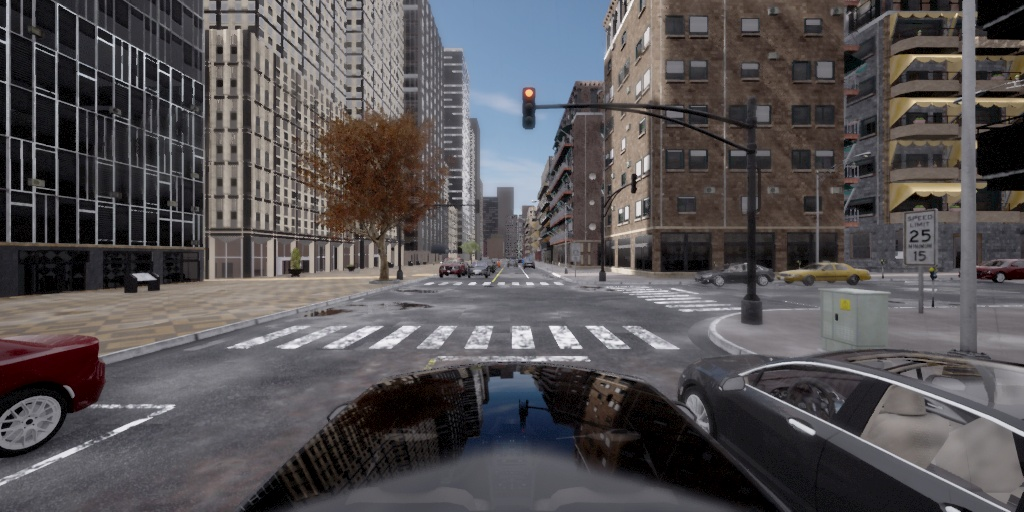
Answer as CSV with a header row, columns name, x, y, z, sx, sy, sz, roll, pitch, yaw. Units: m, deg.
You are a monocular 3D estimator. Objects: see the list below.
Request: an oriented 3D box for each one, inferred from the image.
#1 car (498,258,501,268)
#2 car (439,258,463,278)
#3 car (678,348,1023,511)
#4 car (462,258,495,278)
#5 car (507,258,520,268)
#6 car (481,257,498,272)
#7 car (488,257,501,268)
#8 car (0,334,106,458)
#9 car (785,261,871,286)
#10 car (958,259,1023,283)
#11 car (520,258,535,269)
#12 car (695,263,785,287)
name,x,y,z,sx,sy,sz,roll,pitch,yaw
car,-3.086,1.380,53.088,1.895,1.301,4.718,0,0,0
car,-5.687,1.079,34.708,2.192,1.841,5.009,0,0,0
car,2.689,1.300,2.319,2.007,1.370,4.403,0,0,0
car,-3.096,1.255,34.198,2.128,1.511,4.902,0,0,0
car,0.111,1.284,64.089,2.128,1.511,4.902,0,0,0
car,-3.092,1.123,43.370,2.097,1.767,4.553,0,0,0
car,-3.039,1.143,63.105,2.097,1.767,4.553,0,0,1
car,-5.692,1.295,2.321,1.888,1.381,4.507,0,0,0
car,18.834,0.993,21.788,4.829,1.417,1.751,0,0,-1
car,30.139,0.859,21.901,4.507,1.381,1.888,0,0,-1
car,2.698,1.349,56.798,1.948,1.339,4.313,0,0,0
car,13.437,1.095,21.734,4.403,1.370,2.007,0,0,-1
